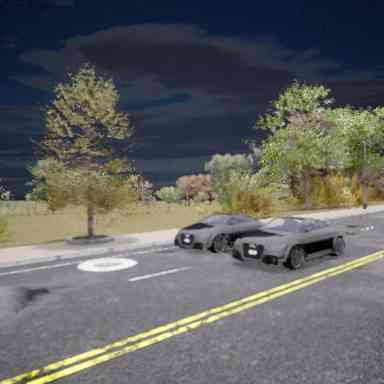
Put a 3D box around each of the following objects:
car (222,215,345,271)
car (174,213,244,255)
[{"bbox_3d":[3.243,1.516,10.891,4.181,1.385,1.994,-1,0,-41],"label":"car"},{"bbox_3d":[1.314,1.558,13.521,4.181,1.385,1.994,-1,0,-41],"label":"car"}]
